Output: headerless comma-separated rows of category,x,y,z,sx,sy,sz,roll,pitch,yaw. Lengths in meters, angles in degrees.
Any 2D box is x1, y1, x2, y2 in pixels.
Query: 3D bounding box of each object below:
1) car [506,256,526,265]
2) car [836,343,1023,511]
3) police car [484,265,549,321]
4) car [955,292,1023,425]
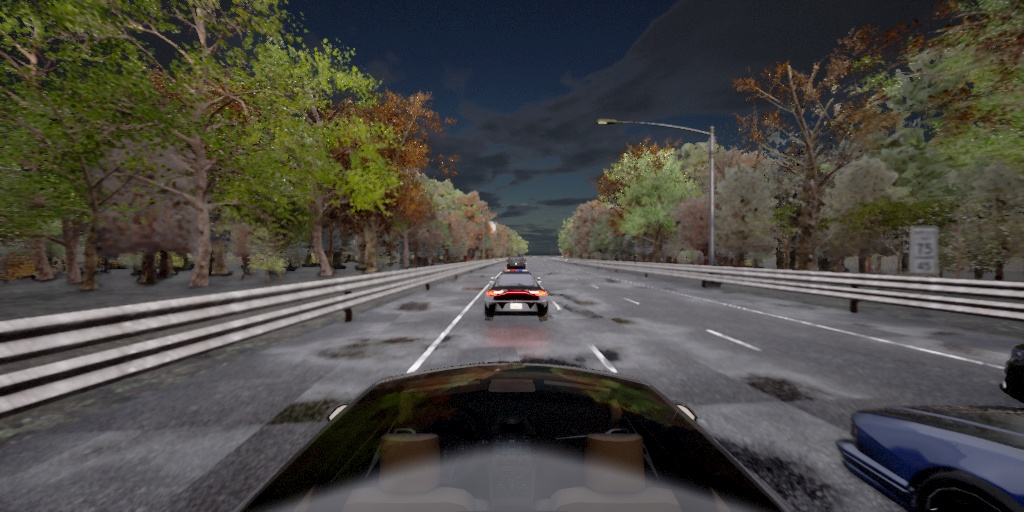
car,0.505,0.967,42.215,2.150,2.045,5.566,0,0,1
car,3.600,1.298,0.434,2.033,1.411,5.357,0,0,0
police car,0.139,1.254,12.645,2.038,1.542,4.974,0,0,0
car,7.106,1.243,2.437,2.128,1.511,4.902,0,0,0
